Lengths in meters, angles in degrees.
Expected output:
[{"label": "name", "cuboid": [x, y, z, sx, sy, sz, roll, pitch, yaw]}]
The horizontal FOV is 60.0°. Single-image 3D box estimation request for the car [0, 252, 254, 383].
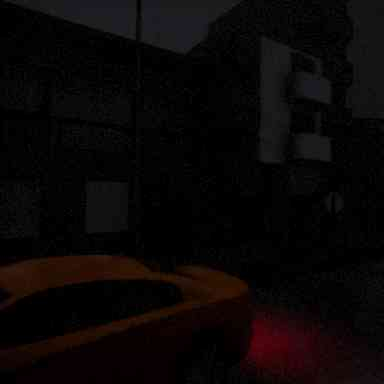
[{"label": "car", "cuboid": [-1.558, 1.481, 3.499, 5.008, 1.535, 1.882, 1, 0, -35]}]
